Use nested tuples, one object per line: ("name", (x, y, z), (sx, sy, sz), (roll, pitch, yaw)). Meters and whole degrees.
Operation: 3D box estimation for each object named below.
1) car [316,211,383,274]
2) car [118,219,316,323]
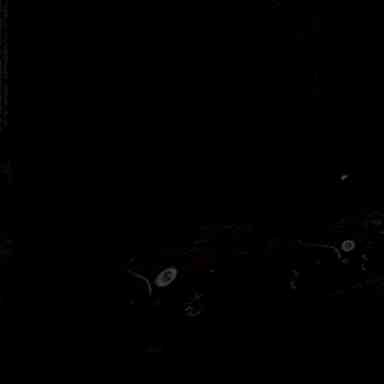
("car", (5.100, 1.431, 10.403), (4.097, 1.590, 1.967), (0, 0, -35))
("car", (0.509, 1.435, 7.130), (4.097, 1.590, 1.967), (0, 0, -35))
